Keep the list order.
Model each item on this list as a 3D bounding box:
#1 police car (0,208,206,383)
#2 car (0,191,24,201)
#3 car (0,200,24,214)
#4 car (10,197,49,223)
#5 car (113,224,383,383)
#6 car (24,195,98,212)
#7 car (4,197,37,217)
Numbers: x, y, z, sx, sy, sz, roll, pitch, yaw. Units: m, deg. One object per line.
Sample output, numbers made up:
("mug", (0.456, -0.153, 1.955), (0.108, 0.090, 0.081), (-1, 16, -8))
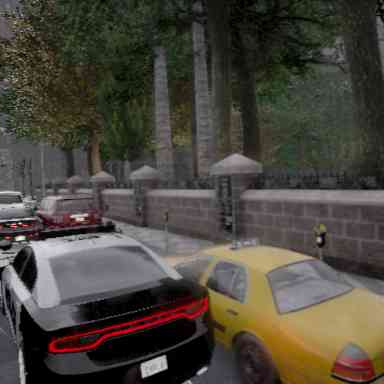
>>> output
("police car", (-1.762, 1.308, 5.083), (1.930, 1.638, 5.238), (-3, 2, -33))
("car", (-10.515, 0.981, 18.378), (2.150, 2.045, 5.566), (-3, 2, -33))
("car", (-7.193, 1.310, 13.348), (1.837, 1.490, 4.892), (-3, 2, -33))
("car", (-11.378, 1.164, 23.101), (1.752, 1.417, 4.829), (-3, 2, -33))
("car", (0.613, 1.337, 4.864), (1.752, 1.417, 4.829), (-3, 2, -33))
("car", (-5.296, 1.042, 13.834), (2.192, 1.841, 5.009), (-3, 2, -33))
("car", (-14.281, 1.163, 27.519), (1.947, 1.339, 4.313), (-3, 2, -33))
